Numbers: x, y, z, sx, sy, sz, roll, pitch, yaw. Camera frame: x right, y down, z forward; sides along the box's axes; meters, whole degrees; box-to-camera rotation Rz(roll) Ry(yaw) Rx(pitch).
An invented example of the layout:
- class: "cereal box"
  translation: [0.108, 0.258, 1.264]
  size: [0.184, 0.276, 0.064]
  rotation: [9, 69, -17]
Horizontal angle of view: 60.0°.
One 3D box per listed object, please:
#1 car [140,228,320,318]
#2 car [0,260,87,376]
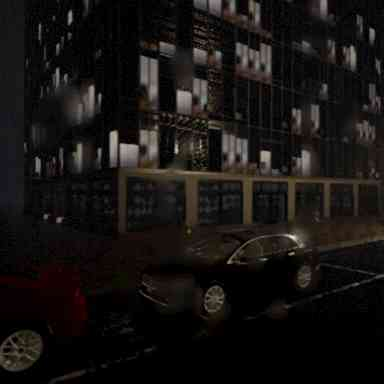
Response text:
- class: "car"
  translation: [1.004, 1.516, 7.280]
  size: [4.403, 1.369, 2.008]
  rotation: [0, 1, -36]
- class: "car"
  translation: [-3.610, 1.550, 3.972]
  size: [4.507, 1.381, 1.887]
  rotation: [0, 1, -36]
